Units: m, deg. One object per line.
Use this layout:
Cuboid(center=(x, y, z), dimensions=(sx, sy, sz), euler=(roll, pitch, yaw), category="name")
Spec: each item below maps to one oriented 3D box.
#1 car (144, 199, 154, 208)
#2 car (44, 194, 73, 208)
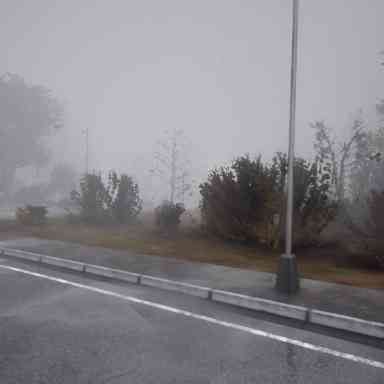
Cuboid(center=(-8.791, 2.100, 61.903), dimensions=(2.128, 1.511, 4.902), euler=(2, -2, 20), category="car")
Cuboid(center=(-16.217, 1.035, 41.647), dimensions=(2.097, 1.767, 4.553), euler=(2, -2, 20), category="car")
